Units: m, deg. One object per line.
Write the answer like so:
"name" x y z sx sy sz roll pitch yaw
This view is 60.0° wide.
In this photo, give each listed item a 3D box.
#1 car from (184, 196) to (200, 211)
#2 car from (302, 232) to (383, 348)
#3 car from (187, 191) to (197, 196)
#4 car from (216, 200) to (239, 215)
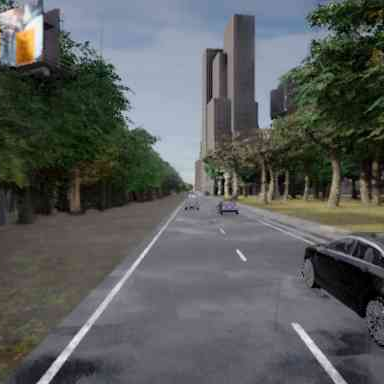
"car" 0.008 1.587 41.126 2.033 1.411 5.357 0 0 0
"car" 3.601 1.491 6.227 2.128 1.511 4.902 0 0 0
"car" -0.001 0.781 78.849 2.150 2.045 5.566 0 0 0
"car" 3.599 1.529 34.112 2.033 1.411 5.357 0 0 0
